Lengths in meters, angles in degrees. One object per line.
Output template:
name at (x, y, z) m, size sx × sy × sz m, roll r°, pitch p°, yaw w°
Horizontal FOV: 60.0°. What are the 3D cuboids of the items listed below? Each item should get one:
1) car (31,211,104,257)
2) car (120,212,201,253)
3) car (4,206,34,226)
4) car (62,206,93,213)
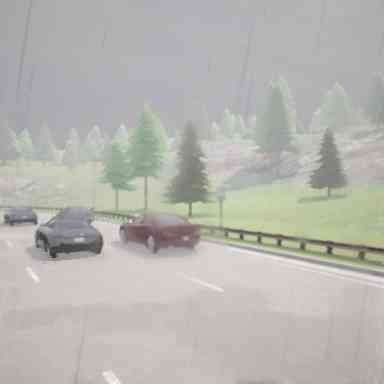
car at (-5.137, 1.695, 13.675) m, size 1.994 × 1.385 × 4.181 m, roll 0°, pitch -1°, yaw -33°
car at (-1.564, 1.616, 14.594) m, size 1.882 × 1.535 × 5.008 m, roll 0°, pitch -1°, yaw -33°
car at (-13.501, 1.813, 26.206) m, size 1.994 × 1.385 × 4.181 m, roll 0°, pitch -1°, yaw -35°
car at (-9.193, 1.795, 26.149) m, size 2.033 × 1.411 × 5.357 m, roll 0°, pitch -1°, yaw -33°
